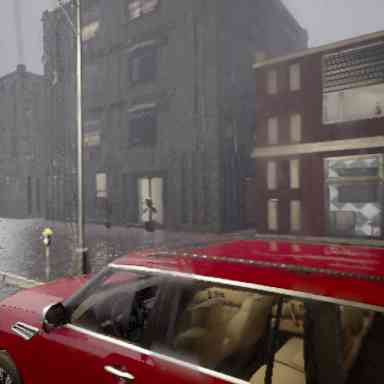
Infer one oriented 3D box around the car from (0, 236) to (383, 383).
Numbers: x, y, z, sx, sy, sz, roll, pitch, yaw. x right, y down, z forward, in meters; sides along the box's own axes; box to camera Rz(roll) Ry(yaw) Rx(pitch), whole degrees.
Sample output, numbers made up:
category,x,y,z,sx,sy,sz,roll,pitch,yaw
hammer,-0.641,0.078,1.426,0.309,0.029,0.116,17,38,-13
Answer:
category,x,y,z,sx,sy,sz,roll,pitch,yaw
car,0.191,1.319,2.756,5.009,1.841,2.192,0,-1,35
